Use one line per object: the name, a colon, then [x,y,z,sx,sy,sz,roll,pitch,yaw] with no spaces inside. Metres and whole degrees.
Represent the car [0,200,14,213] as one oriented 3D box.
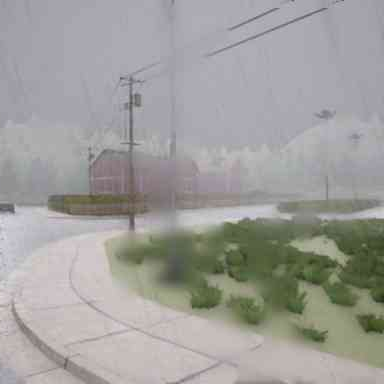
car: [-22.628,1.748,39.944,1.882,1.535,5.008,0,0,-35]
